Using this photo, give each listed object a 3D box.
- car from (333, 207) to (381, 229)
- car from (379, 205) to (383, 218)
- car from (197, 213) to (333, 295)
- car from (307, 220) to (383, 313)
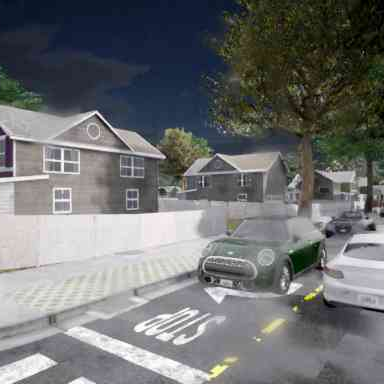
[{"bbox_3d":[8.599,1.741,17.953,1.994,1.385,4.181,-1,-1,36],"label":"car"},{"bbox_3d":[20.144,1.839,33.497,1.837,1.490,4.892,-1,-2,37],"label":"car"},{"bbox_3d":[2.107,1.451,9.200,2.097,1.767,4.553,-1,-1,37],"label":"car"},{"bbox_3d":[4.210,1.576,7.220,1.812,1.442,4.674,-1,-1,36],"label":"car"}]
